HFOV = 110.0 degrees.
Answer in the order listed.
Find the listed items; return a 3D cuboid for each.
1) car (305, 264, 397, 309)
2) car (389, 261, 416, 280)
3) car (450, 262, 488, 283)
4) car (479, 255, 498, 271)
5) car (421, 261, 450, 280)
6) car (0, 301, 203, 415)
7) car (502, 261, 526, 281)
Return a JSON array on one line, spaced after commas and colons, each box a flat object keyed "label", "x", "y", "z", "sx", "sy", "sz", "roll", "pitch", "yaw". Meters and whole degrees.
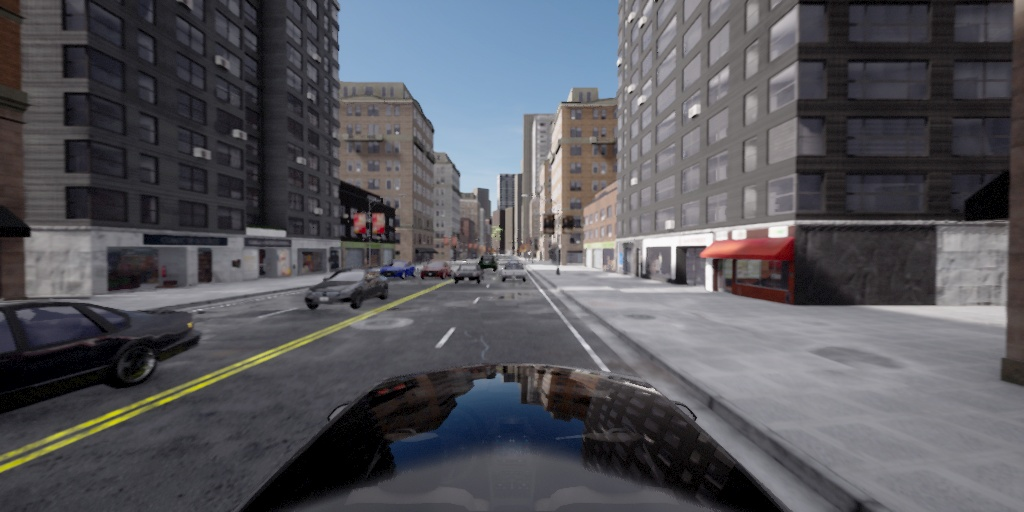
[{"label": "car", "x": -6.555, "y": 1.245, "z": 14.864, "sx": 1.812, "sy": 1.442, "sz": 4.674, "roll": 0, "pitch": 0, "yaw": 0}, {"label": "car", "x": -9.671, "y": 1.168, "z": 30.811, "sx": 1.882, "sy": 1.535, "sz": 5.008, "roll": 0, "pitch": 0, "yaw": 0}, {"label": "car", "x": -3.114, "y": 1.314, "z": 26.901, "sx": 1.895, "sy": 1.301, "sz": 4.718, "roll": 0, "pitch": 0, "yaw": 1}, {"label": "car", "x": -3.026, "y": 0.894, "z": 46.424, "sx": 2.150, "sy": 2.045, "sz": 5.566, "roll": 0, "pitch": 0, "yaw": 0}, {"label": "car", "x": -6.422, "y": 1.176, "z": 30.803, "sx": 1.882, "sy": 1.535, "sz": 5.008, "roll": 0, "pitch": 0, "yaw": 1}, {"label": "car", "x": -6.594, "y": 1.279, "z": 4.129, "sx": 2.033, "sy": 1.411, "sz": 5.357, "roll": 0, "pitch": 0, "yaw": 0}, {"label": "car", "x": 0.157, "y": 1.318, "z": 29.250, "sx": 1.895, "sy": 1.301, "sz": 4.718, "roll": 0, "pitch": 0, "yaw": 0}]
